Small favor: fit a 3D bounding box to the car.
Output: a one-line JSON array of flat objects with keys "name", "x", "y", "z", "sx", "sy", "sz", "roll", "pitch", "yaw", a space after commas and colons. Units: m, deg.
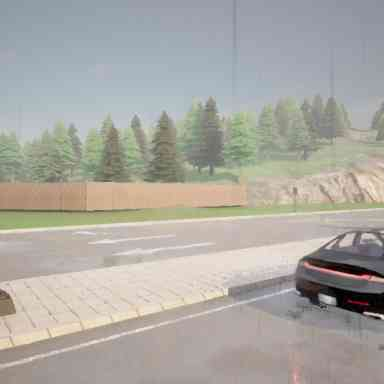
[{"name": "car", "x": 4.121, "y": 1.492, "z": 6.687, "sx": 4.902, "sy": 1.511, "sz": 2.128, "roll": 0, "pitch": 0, "yaw": -35}]
